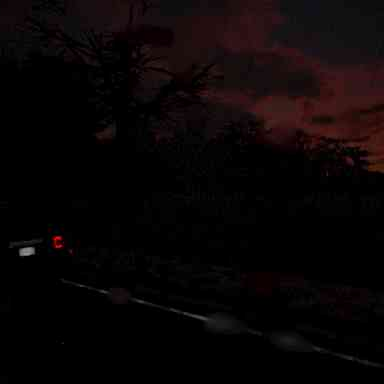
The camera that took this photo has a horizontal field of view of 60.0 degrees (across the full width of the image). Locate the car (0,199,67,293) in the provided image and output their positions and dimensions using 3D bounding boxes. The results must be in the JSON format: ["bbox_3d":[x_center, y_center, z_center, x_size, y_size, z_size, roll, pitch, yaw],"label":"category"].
[{"bbox_3d":[-5.243,1.190,7.726,5.566,2.045,2.150,0,0,35],"label":"car"}]
